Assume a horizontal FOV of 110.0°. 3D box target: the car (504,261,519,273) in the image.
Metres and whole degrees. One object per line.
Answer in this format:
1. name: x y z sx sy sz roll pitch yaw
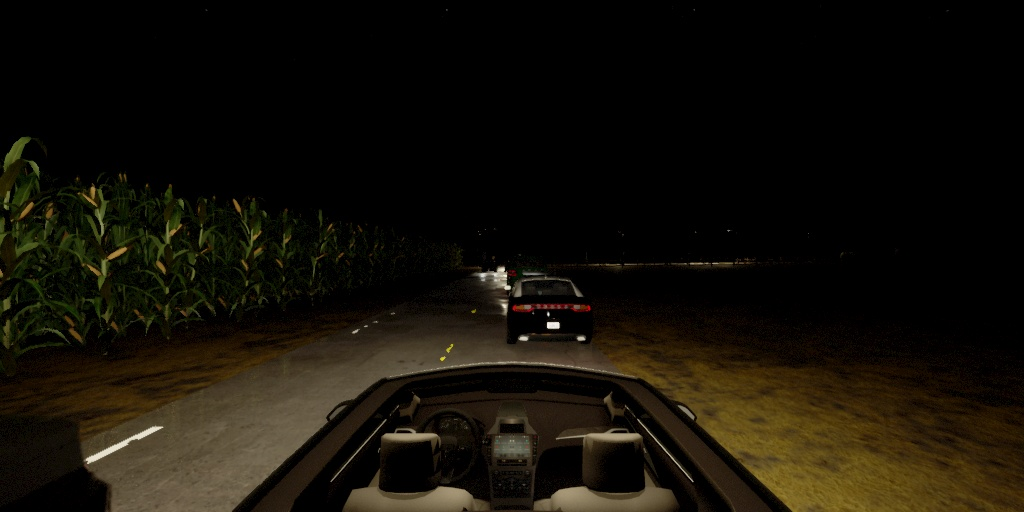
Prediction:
1. car: -0.021 1.397 46.792 1.812 1.442 4.674 0 0 0

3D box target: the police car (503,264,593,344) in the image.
1. police car: 0.817 1.179 9.717 1.930 1.638 5.238 0 0 0

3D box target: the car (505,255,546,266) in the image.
1. car: 0.807 0.994 19.639 2.150 2.045 5.566 0 0 0

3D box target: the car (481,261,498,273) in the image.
1. car: -2.794 1.368 45.161 1.837 1.490 4.892 0 0 0
